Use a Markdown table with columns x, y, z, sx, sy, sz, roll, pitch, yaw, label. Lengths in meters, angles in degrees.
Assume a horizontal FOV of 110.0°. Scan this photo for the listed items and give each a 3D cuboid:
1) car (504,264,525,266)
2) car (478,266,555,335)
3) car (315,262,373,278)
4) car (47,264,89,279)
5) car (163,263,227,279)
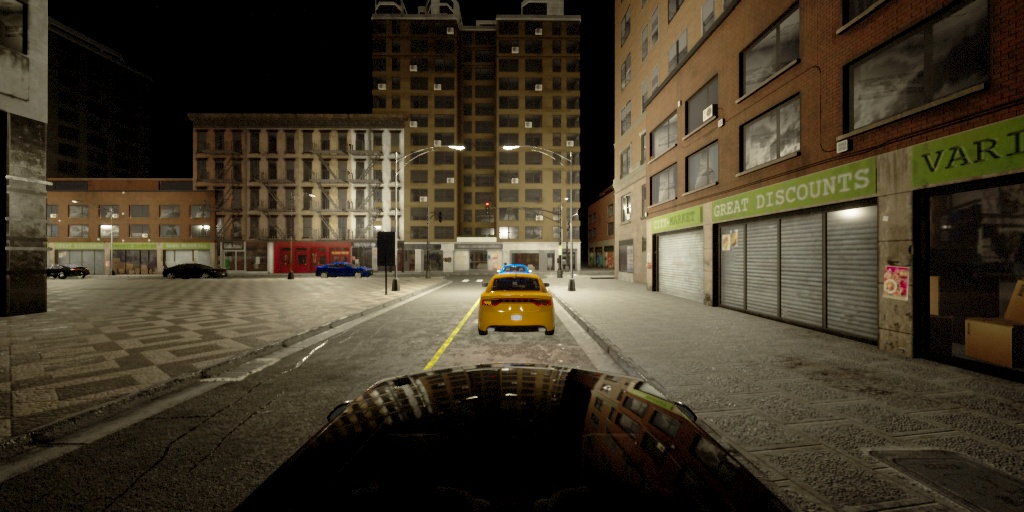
| x | y | z | sx | sy | sz | roll | pitch | yaw | label |
| --- | --- | --- | --- | --- | --- | --- | --- | --- | --- |
| 0.142 | 1.222 | 20.678 | 1.882 | 1.535 | 5.008 | 0 | 0 | 0 | car |
| 0.116 | 1.227 | 10.493 | 1.882 | 1.535 | 5.008 | 0 | 0 | 0 | car |
| -15.455 | 1.329 | 33.168 | 5.008 | 1.535 | 1.882 | 0 | 0 | 0 | car |
| -45.587 | 1.546 | 35.994 | 4.902 | 1.511 | 2.128 | 0 | 0 | 0 | car |
| -29.102 | 1.424 | 33.016 | 5.008 | 1.535 | 1.882 | 0 | 0 | -1 | car |
